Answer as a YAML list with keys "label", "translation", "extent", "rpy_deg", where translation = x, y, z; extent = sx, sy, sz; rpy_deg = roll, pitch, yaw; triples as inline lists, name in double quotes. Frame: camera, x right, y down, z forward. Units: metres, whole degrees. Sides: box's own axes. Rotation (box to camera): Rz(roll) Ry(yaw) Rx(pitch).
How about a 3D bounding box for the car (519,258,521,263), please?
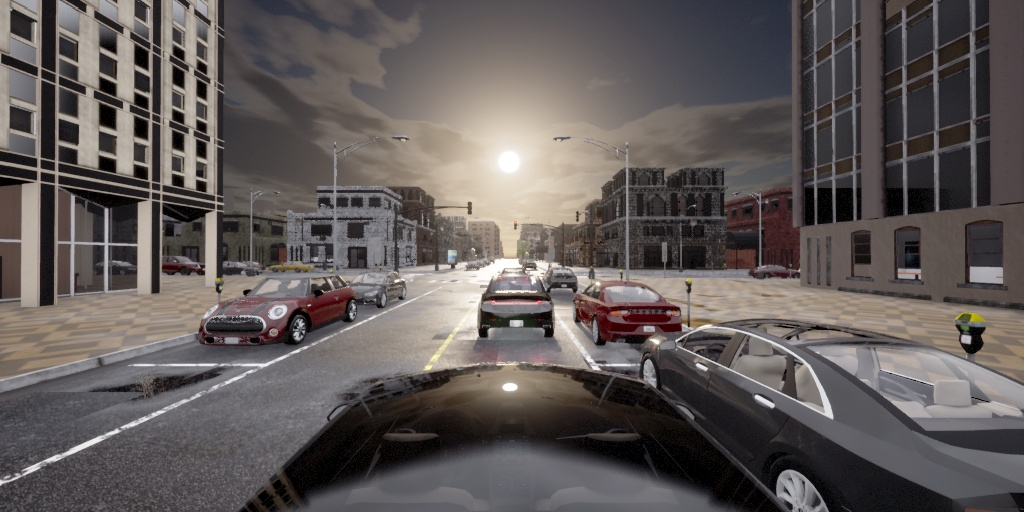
- label: "car"
  translation: [2.667, 1.341, 64.077]
  extent: [1.802, 1.307, 4.207]
  rpy_deg: [0, 0, 0]

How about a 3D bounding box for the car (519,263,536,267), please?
- label: "car"
  translation: [0.092, 1.316, 20.592]
  extent: [1.994, 1.385, 4.181]
  rpy_deg: [0, 0, 0]

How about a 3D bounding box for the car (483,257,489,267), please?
- label: "car"
  translation: [-5.714, 1.309, 64.088]
  extent: [2.007, 1.370, 4.403]
  rpy_deg: [0, 0, 0]

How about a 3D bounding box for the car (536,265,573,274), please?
- label: "car"
  translation: [2.683, 1.303, 20.645]
  extent: [2.007, 1.370, 4.403]
  rpy_deg: [0, 0, 0]

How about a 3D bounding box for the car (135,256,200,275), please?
- label: "car"
  translation: [-30.964, 0.918, 33.121]
  extent: [5.009, 1.841, 2.192]
  rpy_deg: [0, 0, 1]

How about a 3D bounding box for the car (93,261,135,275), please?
- label: "car"
  translation: [-36.500, 1.131, 33.204]
  extent: [4.403, 1.370, 2.007]
  rpy_deg: [0, 0, 1]

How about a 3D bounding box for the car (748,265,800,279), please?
- label: "car"
  translation: [23.631, 1.433, 32.265]
  extent: [4.207, 1.307, 1.802]
  rpy_deg: [0, 0, 1]

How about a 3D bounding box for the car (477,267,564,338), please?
- label: "car"
  translation: [0.098, 1.242, 10.168]
  extent: [2.128, 1.511, 4.902]
  rpy_deg: [0, 0, 0]

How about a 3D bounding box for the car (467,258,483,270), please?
- label: "car"
  translation: [-5.709, 1.339, 53.045]
  extent: [1.802, 1.307, 4.207]
  rpy_deg: [0, 0, 0]

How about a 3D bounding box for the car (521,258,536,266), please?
- label: "car"
  translation: [2.671, 1.322, 53.035]
  extent: [1.948, 1.339, 4.313]
  rpy_deg: [0, 0, 0]

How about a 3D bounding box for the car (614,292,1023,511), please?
- label: "car"
  translation: [2.690, 1.301, 3.569]
  extent: [2.007, 1.370, 4.403]
  rpy_deg: [0, 0, 0]

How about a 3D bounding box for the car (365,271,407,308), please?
- label: "car"
  translation: [-5.695, 1.302, 14.967]
  extent: [2.007, 1.370, 4.403]
  rpy_deg: [0, 0, 0]

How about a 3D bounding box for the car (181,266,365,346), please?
- label: "car"
  translation: [-5.693, 1.190, 9.275]
  extent: [1.967, 1.591, 4.097]
  rpy_deg: [0, 0, 0]

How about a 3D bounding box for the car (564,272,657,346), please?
- label: "car"
  translation: [2.687, 1.296, 9.261]
  extent: [1.888, 1.381, 4.507]
  rpy_deg: [0, 0, 0]

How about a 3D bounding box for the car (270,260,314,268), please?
- label: "car"
  translation: [-25.469, 1.198, 41.419]
  extent: [4.829, 1.417, 1.751]
  rpy_deg: [0, 0, 1]

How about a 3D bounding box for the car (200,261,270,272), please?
- label: "car"
  translation: [-25.427, 1.177, 33.037]
  extent: [4.403, 1.370, 2.007]
  rpy_deg: [0, 0, 1]
